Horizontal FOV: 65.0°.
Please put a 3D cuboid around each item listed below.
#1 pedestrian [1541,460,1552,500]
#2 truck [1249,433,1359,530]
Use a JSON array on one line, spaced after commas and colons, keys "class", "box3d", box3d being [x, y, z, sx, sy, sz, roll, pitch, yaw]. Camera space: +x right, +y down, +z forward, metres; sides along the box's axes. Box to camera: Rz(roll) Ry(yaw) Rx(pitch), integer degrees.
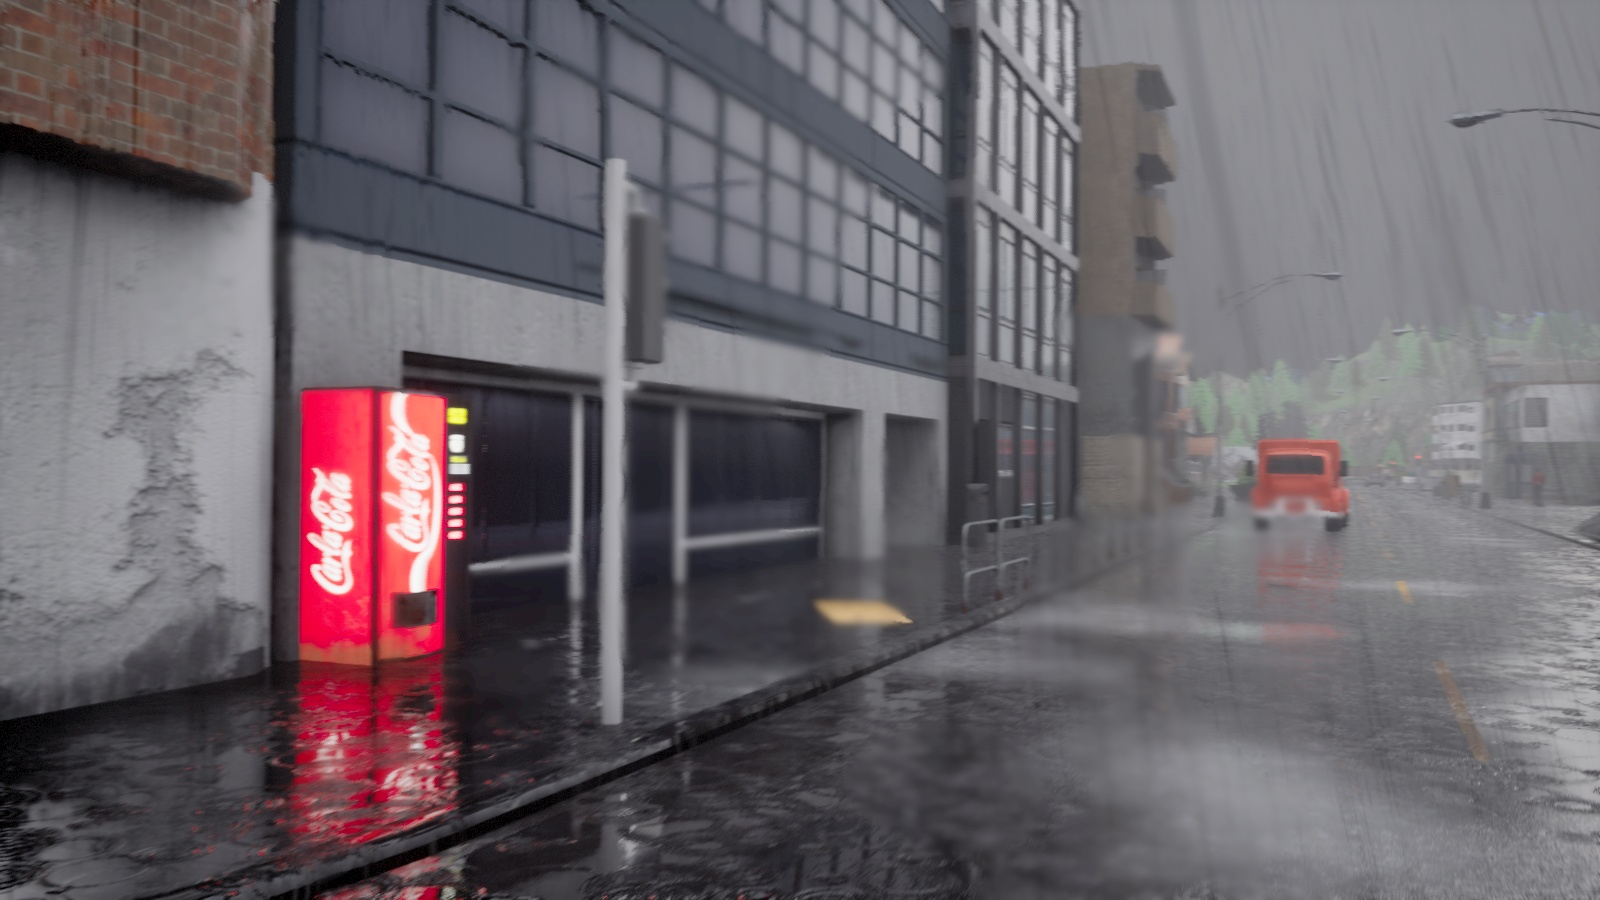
[{"class": "pedestrian", "box3d": [34.368, 1.369, 57.791, 0.331, 1.846, 0.636, 0, -1, 23]}, {"class": "truck", "box3d": [14.063, 0.846, 34.859, 2.627, 2.467, 5.204, 0, -1, 24]}]
